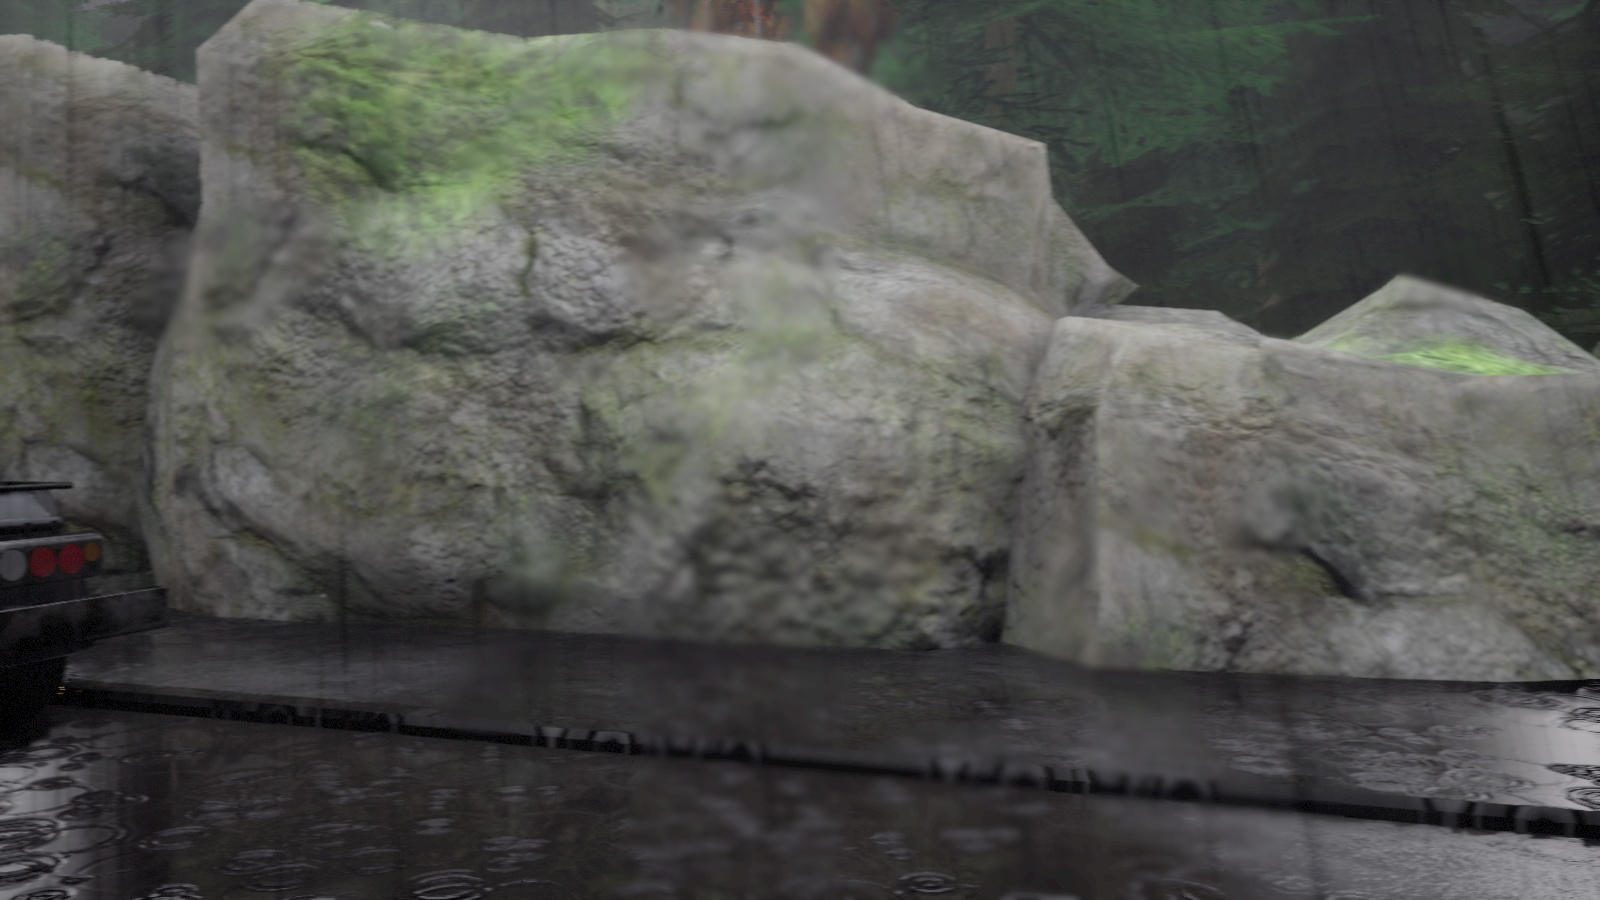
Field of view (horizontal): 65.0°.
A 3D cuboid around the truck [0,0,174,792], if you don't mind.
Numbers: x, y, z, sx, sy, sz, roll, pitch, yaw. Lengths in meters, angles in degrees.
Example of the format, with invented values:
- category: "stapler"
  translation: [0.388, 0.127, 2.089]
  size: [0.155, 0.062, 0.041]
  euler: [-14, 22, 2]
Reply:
- category: "truck"
  translation: [-7.366, -0.283, 6.184]
  size: [7.936, 3.462, 2.891]
  euler: [1, 1, 19]
